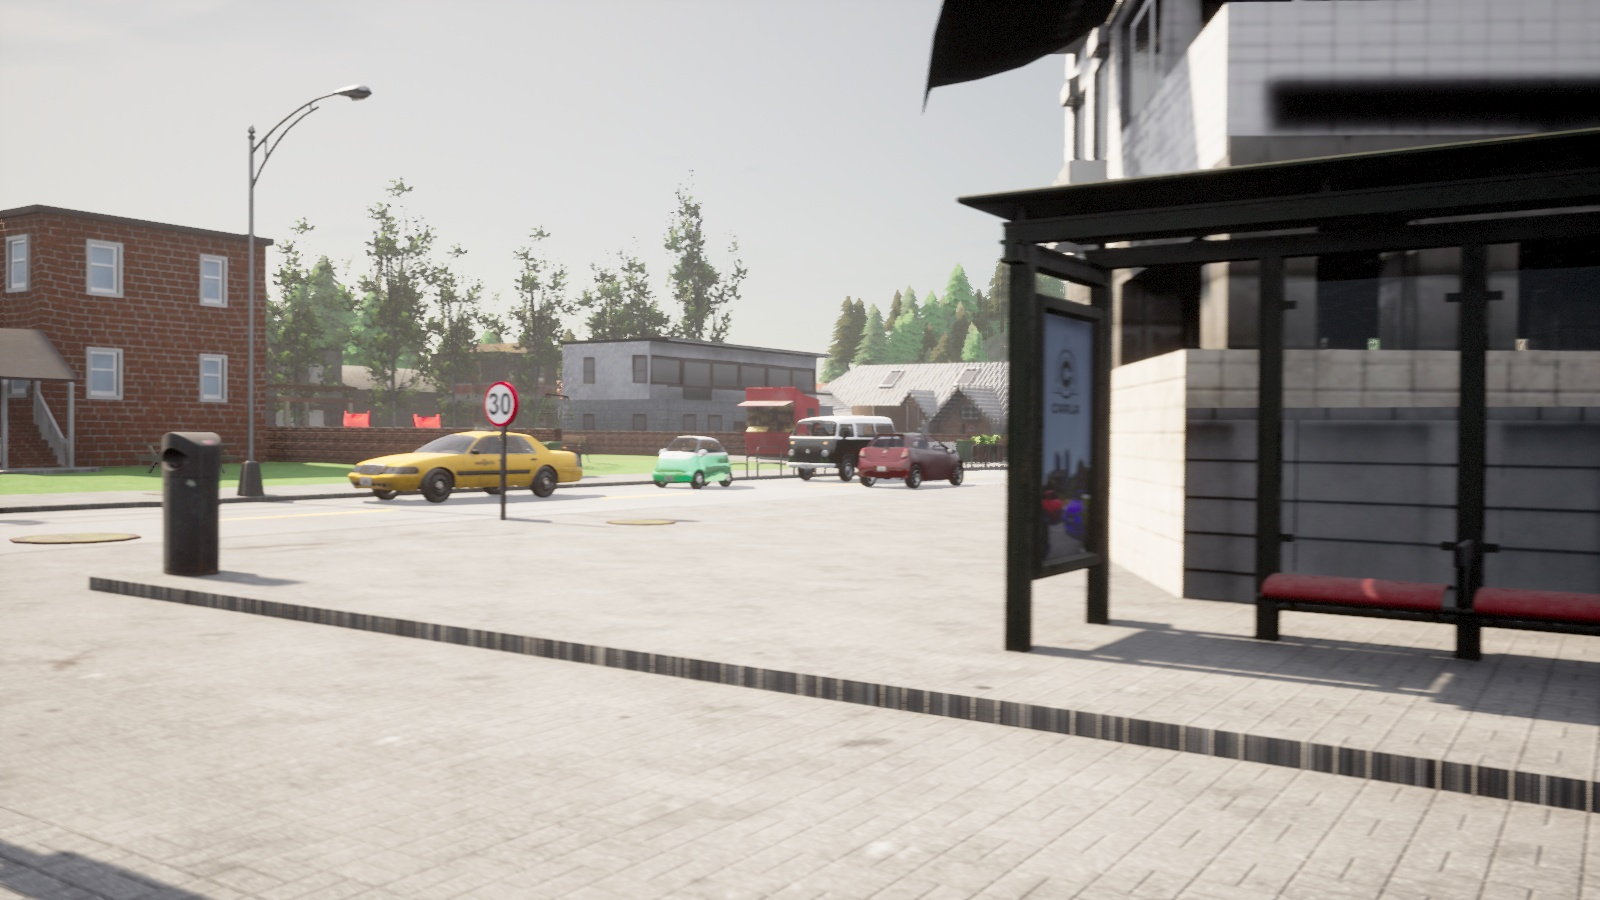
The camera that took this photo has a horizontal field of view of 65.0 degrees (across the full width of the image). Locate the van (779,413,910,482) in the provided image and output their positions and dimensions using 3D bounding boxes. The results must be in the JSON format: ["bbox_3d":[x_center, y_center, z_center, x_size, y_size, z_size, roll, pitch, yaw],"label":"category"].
[{"bbox_3d":[1.475,-0.099,39.630,2.069,2.038,4.480,0,1,34],"label":"van"}]

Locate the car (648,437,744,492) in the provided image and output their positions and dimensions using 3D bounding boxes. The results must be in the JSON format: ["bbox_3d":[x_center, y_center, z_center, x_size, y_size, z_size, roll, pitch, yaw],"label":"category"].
[{"bbox_3d":[-2.732,0.357,33.280,1.481,1.376,2.207,0,1,34],"label":"car"}]

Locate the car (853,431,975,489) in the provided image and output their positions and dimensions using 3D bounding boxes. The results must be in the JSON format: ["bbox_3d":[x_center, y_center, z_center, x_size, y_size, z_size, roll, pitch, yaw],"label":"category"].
[{"bbox_3d":[3.233,0.237,35.080,1.845,1.501,3.633,0,1,34],"label":"car"}]

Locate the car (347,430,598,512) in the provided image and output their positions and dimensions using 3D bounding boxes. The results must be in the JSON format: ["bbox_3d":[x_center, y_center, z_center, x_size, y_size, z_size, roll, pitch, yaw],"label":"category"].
[{"bbox_3d":[-6.877,0.364,27.026,1.801,1.575,5.366,0,1,34],"label":"car"}]
